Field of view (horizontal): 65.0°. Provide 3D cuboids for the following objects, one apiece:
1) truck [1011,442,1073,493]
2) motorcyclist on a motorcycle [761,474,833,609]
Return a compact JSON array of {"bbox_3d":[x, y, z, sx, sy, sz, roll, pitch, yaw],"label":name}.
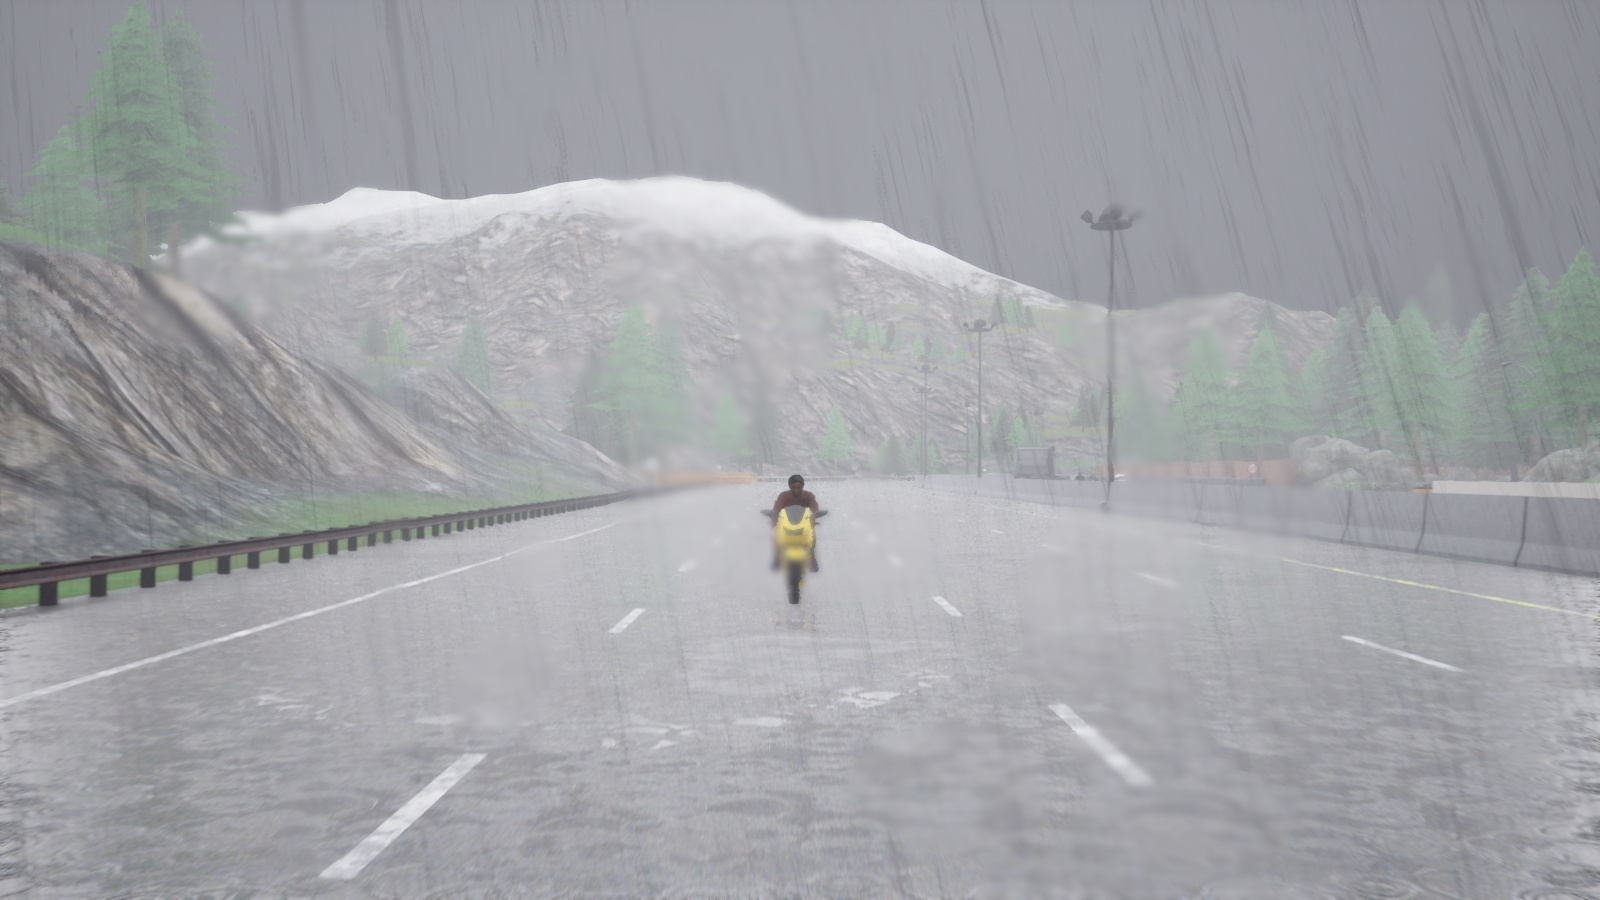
[{"bbox_3d":[17.278,1.273,90.190,2.891,3.462,7.936,0,-1,0],"label":"truck"},{"bbox_3d":[-0.037,1.052,15.212,0.797,1.523,2.044,0,-1,0],"label":"motorcyclist on a motorcycle"}]
